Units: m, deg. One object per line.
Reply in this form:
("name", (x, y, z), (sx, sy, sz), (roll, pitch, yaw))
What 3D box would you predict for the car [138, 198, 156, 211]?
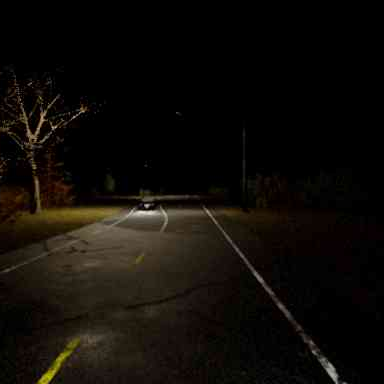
("car", (-5.311, 1.419, 39.656), (2.128, 1.511, 4.902), (0, 0, -7))
